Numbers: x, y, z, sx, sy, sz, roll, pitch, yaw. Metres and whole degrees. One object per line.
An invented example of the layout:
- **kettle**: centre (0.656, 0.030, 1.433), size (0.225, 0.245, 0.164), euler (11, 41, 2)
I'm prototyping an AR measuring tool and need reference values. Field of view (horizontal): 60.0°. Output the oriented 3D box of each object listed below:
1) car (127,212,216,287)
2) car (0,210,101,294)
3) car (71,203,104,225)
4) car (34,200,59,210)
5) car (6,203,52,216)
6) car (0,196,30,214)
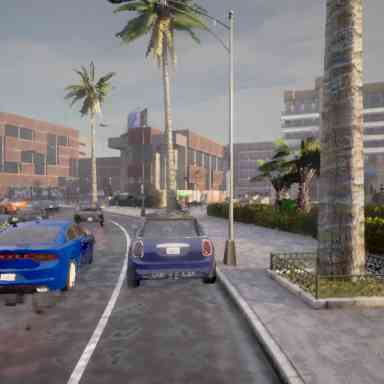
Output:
- **car**: centre (-0.703, 1.352, 9.627), size (2.097, 1.767, 4.553), euler (0, 0, -7)
- **car**: centre (-3.822, 1.475, 8.798), size (1.882, 1.535, 5.008), euler (0, 0, -8)
- **car**: centre (-7.332, 1.487, 23.245), size (2.128, 1.511, 4.902), euler (0, 0, -21)
- **car**: centre (-16.827, 1.551, 37.912), size (1.994, 1.385, 4.181), euler (0, 0, -43)
- **car**: centre (-10.237, 1.593, 21.184), size (1.895, 1.301, 4.718), euler (0, 0, -20)
- **car**: centre (-19.076, 1.336, 35.225), size (2.097, 1.767, 4.553), euler (0, 0, -42)
